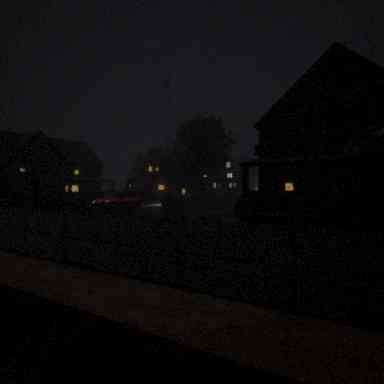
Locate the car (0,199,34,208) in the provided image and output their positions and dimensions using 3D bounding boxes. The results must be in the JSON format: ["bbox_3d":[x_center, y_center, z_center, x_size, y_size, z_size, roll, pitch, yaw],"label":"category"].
[{"bbox_3d":[-12.290,1.197,20.985,1.812,1.442,4.674,1,2,35],"label":"car"}]

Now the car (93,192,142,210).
[{"bbox_3d":[-6.526,0.788,29.111,2.097,1.767,4.553,1,2,35],"label":"car"}]

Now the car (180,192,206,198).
[{"bbox_3d":[0.202,0.728,38.585,1.994,1.385,4.181,1,2,36],"label":"car"}]
